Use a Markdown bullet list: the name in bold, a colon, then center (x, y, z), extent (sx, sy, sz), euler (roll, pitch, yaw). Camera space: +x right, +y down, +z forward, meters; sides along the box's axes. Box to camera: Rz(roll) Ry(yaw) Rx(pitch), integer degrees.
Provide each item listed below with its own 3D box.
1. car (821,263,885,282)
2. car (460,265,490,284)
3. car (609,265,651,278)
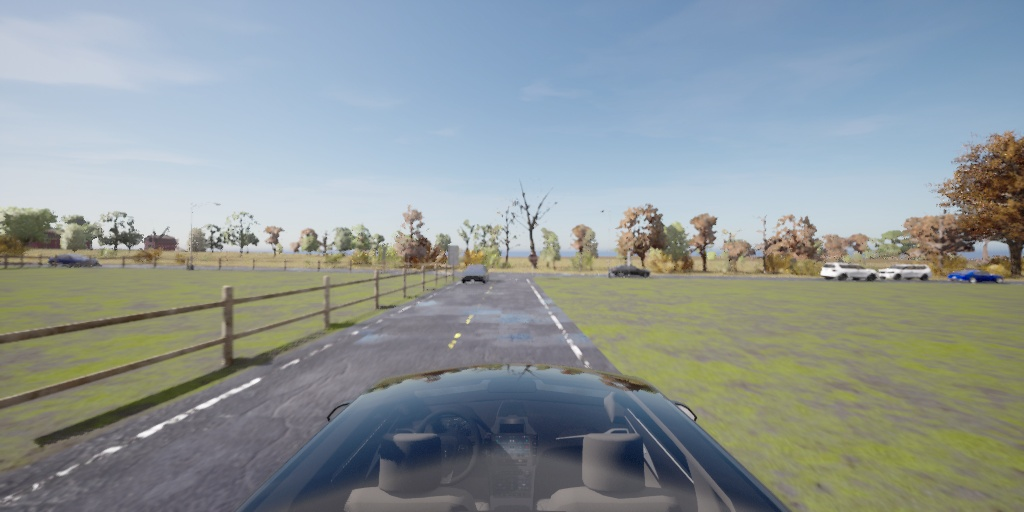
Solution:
- **car**: center (39.665, 1.887, 42.221), extent (5.566, 2.045, 2.150), euler (1, 1, 0)
- **car**: center (-2.786, 1.402, 28.276), extent (2.033, 1.411, 5.357), euler (0, 0, 1)
- **car**: center (13.907, 1.736, 42.284), extent (4.674, 1.442, 1.812), euler (1, 1, 0)
